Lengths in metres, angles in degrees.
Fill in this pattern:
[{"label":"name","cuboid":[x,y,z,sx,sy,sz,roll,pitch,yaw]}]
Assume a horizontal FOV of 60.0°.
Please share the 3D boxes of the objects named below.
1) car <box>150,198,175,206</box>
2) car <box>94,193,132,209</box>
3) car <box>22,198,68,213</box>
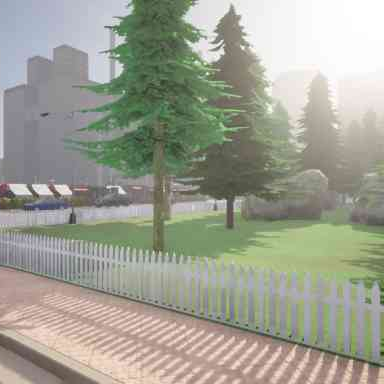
[{"label":"car","cuboid":[-4.850,1.352,54.845,2.097,1.767,4.553,0,0,35]},{"label":"car","cuboid":[-10.844,1.222,46.042,2.150,2.045,5.566,0,0,34]},{"label":"car","cuboid":[-16.542,1.478,37.612,1.882,1.535,5.008,0,0,34]}]
